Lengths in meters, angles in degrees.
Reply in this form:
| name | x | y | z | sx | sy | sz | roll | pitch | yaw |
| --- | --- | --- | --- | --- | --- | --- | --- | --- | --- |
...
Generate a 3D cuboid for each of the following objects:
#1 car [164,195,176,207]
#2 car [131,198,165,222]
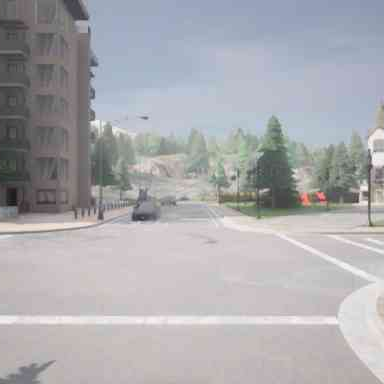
| name | x | y | z | sx | sy | sz | roll | pitch | yaw |
| --- | --- | --- | --- | --- | --- | --- | --- | --- | --- |
| car | -3.569 | 1.296 | 52.170 | 2.097 | 1.767 | 4.553 | 0 | 0 | 0 |
| car | -3.536 | 1.516 | 26.349 | 1.882 | 1.535 | 5.008 | 0 | 1 | 0 |
